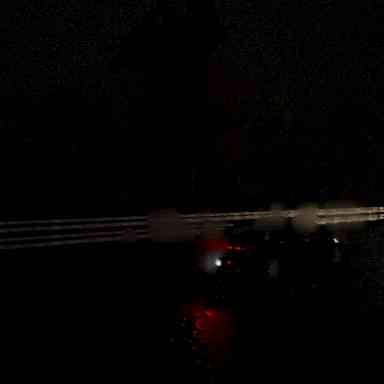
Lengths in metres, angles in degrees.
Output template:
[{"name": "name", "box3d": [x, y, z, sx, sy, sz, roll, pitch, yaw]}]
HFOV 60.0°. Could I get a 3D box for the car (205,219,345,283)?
[{"name": "car", "box3d": [2.634, 1.575, 9.947, 4.892, 1.490, 1.837, 0, 0, -36]}]
